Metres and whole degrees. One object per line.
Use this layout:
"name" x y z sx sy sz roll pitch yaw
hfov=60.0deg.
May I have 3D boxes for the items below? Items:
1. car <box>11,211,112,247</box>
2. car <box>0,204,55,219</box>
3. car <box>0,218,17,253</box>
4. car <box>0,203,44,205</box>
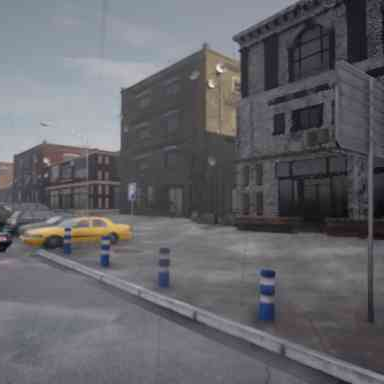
"car" -7.317 2.004 18.924 4.674 1.452 2.002 3 -3 -42
"car" -9.171 1.870 20.966 4.553 1.767 2.185 3 -3 -42
"car" -9.437 1.891 14.470 1.895 1.301 4.718 3 -3 -42
"car" -10.953 1.783 23.070 5.566 2.045 2.435 3 -3 -42
